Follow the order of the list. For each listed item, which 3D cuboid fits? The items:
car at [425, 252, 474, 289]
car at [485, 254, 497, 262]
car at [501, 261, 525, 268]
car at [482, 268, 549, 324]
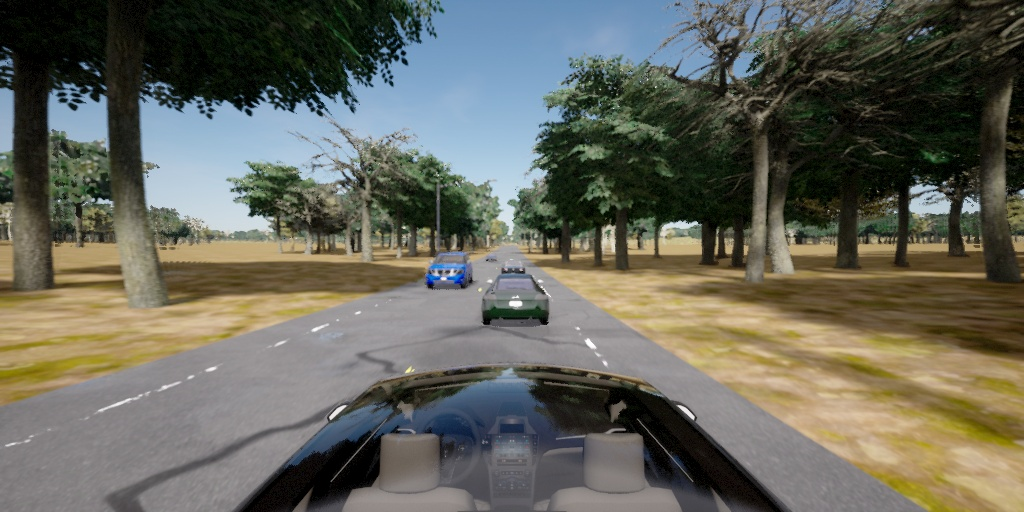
[{"bbox_3d":[-3.596,0.793,21.636,2.150,2.045,5.566,0,1,0],"label":"car"},{"bbox_3d":[-3.524,0.277,61.804,2.033,1.411,5.357,0,2,1],"label":"car"},{"bbox_3d":[0.104,1.028,29.521,1.895,1.301,4.718,0,1,0],"label":"car"},{"bbox_3d":[0.102,1.258,11.836,1.994,1.385,4.181,0,1,0],"label":"car"}]
